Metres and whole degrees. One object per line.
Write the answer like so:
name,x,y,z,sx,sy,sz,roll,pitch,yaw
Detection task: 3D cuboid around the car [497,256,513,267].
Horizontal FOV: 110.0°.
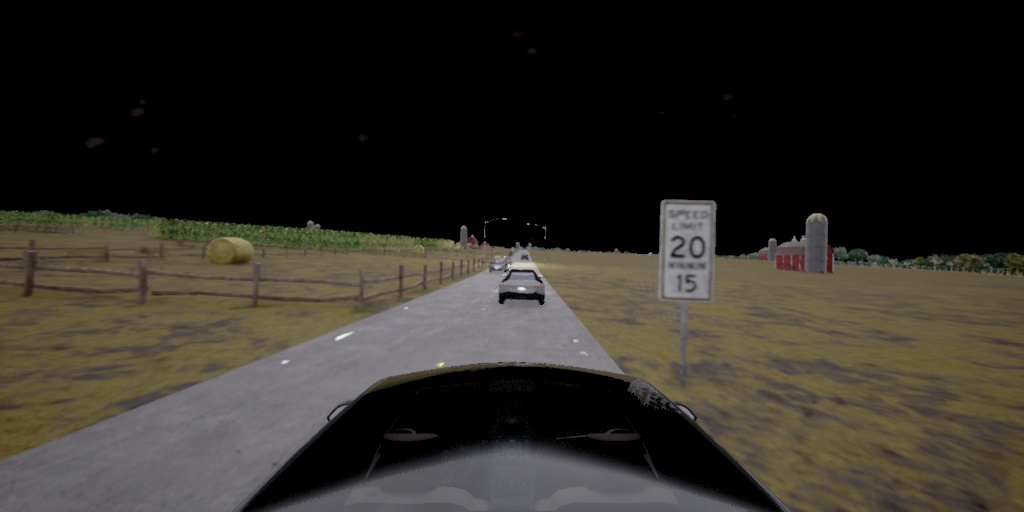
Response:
car,-0.950,0.732,52.486,1.994,1.385,4.181,2,1,2

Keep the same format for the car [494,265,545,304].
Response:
car,0.466,1.303,16.557,1.994,1.385,4.181,2,0,2

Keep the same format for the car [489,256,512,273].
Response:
car,-1.429,1.033,39.696,2.128,1.511,4.902,2,1,2
